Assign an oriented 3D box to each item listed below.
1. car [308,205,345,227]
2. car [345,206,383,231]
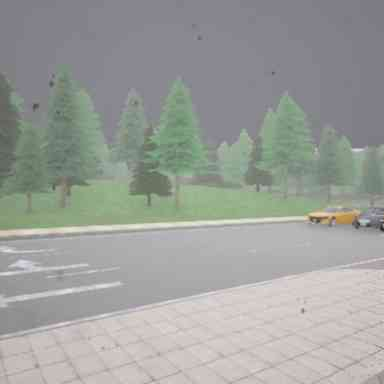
[{"bbox_3d":[10.873,1.782,25.285,5.008,1.535,1.882,1,0,-34],"label":"car"},{"bbox_3d":[12.846,1.794,22.395,4.902,1.511,2.128,1,0,-34],"label":"car"}]
